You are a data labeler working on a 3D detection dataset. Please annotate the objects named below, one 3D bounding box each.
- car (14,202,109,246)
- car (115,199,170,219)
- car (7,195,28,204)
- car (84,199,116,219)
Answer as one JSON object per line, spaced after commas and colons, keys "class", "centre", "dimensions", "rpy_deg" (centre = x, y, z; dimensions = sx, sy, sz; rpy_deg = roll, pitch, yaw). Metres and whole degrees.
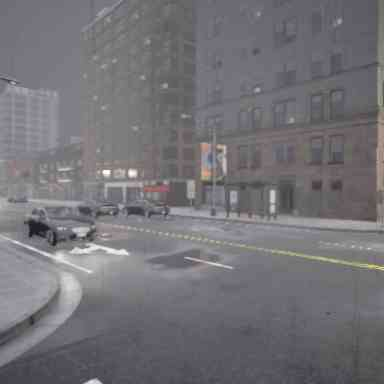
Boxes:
{"class": "car", "centre": [-5.960, 1.383, 14.769], "dimensions": [2.128, 1.511, 4.902], "rpy_deg": [0, 0, -43]}
{"class": "car", "centre": [-3.813, 1.326, 27.077], "dimensions": [2.128, 1.511, 4.902], "rpy_deg": [0, 1, -43]}
{"class": "car", "centre": [-27.749, 1.145, 52.825], "dimensions": [2.033, 1.411, 5.357], "rpy_deg": [0, 0, -43]}
{"class": "car", "centre": [-7.627, 1.312, 26.405], "dimensions": [2.128, 1.511, 4.902], "rpy_deg": [0, 1, -43]}
